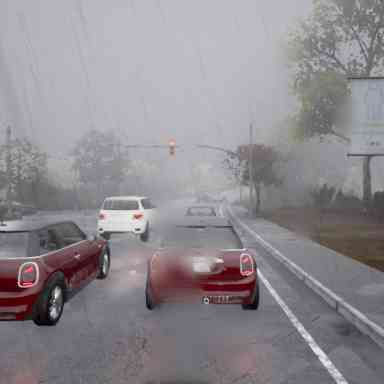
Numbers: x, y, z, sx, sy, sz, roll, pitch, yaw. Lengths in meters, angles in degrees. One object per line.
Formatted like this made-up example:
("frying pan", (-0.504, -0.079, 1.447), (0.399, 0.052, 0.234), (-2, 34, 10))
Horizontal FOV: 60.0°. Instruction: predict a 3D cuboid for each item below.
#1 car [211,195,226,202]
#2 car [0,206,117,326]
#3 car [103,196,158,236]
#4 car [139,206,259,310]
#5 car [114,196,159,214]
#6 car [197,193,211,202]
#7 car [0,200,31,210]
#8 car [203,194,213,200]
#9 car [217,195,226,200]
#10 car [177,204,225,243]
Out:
("car", (6.001, 1.590, 75.576), (1.895, 1.301, 4.718), (0, 0, 9))
("car", (-3.290, 1.352, 7.247), (2.097, 1.767, 4.553), (0, 0, 1))
("car", (-3.046, 1.221, 16.924), (2.150, 2.045, 5.566), (0, 0, 2))
("car", (0.219, 1.352, 7.992), (2.097, 1.767, 4.553), (0, 0, 1))
("car", (-5.907, 1.352, 35.353), (4.553, 1.767, 2.097), (0, 0, -15))
("car", (2.471, 1.218, 75.666), (2.150, 2.045, 5.566), (0, 0, 9))
("car", (-16.810, 1.478, 30.582), (5.008, 1.535, 1.882), (0, 0, 10))
("car", (4.172, 1.328, 85.862), (1.882, 1.535, 5.008), (0, 0, 10))
("car", (7.693, 1.392, 85.668), (1.812, 1.442, 4.674), (0, 0, 10))
("car", (0.473, 1.492, 17.199), (2.128, 1.511, 4.902), (0, 0, 2))
